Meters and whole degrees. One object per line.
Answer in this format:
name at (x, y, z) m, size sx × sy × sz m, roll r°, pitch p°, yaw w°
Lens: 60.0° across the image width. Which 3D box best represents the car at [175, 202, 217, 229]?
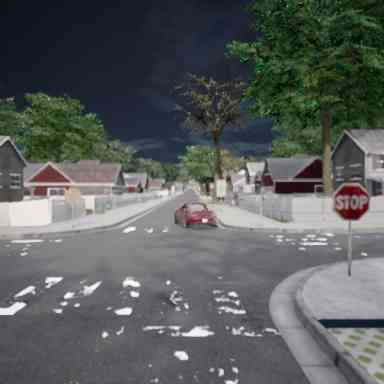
car at (0.170, 1.365, 20.364) m, size 1.812 × 1.442 × 4.674 m, roll -1°, pitch 1°, yaw -14°
